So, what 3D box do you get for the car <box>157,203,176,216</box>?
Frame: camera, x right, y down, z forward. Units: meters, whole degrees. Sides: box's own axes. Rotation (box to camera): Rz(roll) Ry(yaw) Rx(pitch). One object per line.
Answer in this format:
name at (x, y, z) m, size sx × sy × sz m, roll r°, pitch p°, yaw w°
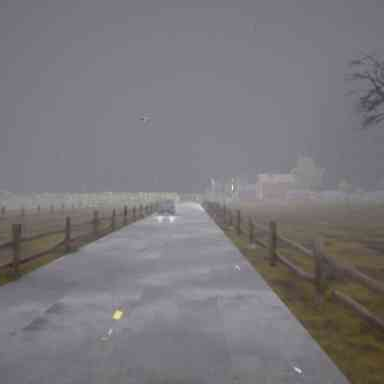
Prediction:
car at (-2.756, 1.885, 37.306) m, size 2.033 × 1.411 × 5.357 m, roll 0°, pitch -1°, yaw 0°
